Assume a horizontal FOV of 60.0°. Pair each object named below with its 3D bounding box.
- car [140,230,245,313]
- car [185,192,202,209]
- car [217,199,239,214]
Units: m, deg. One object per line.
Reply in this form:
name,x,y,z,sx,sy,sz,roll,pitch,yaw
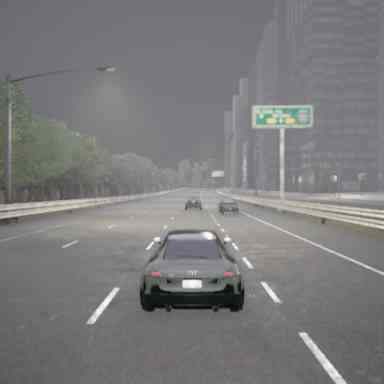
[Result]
car,0.006,1.561,7.768,1.994,1.385,4.181,0,0,0
car,0.199,1.270,43.393,2.097,1.767,4.553,0,0,1
car,3.726,1.444,34.551,2.128,1.511,4.902,0,0,0
